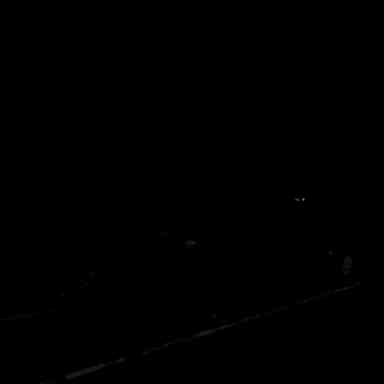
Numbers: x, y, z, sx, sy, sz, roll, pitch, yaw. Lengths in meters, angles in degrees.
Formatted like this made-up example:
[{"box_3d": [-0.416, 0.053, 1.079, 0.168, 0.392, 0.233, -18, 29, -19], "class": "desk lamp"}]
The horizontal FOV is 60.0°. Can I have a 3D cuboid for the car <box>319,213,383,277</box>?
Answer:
[{"box_3d": [4.624, 1.461, 9.914, 4.507, 1.381, 1.887, -1, 0, -35], "class": "car"}]

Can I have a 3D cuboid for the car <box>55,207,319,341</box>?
[{"box_3d": [0.022, 1.281, 6.655, 5.009, 1.841, 2.192, -1, 0, -35], "class": "car"}]
